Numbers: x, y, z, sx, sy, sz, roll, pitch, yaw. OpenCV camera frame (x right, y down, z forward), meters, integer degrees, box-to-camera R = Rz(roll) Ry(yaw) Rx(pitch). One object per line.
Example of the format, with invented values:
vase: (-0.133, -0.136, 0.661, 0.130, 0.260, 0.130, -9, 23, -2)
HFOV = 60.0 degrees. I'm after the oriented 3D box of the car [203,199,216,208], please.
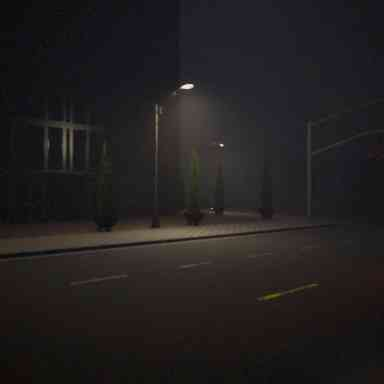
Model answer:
car: (2.222, 1.795, 52.051, 1.994, 1.385, 4.181, 0, 0, -36)
